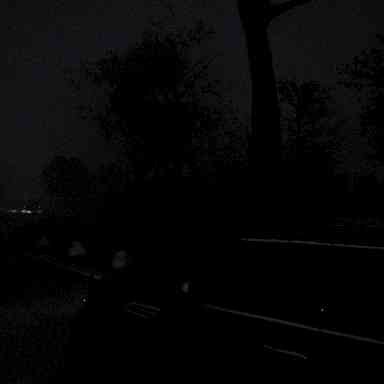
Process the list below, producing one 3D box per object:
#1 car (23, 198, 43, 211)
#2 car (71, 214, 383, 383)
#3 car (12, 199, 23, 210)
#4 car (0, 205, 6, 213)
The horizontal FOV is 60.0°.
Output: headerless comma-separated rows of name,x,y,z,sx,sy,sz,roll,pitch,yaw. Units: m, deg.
car,-26.724,2.117,56.717,2.150,2.045,5.566,0,-1,-18
car,1.289,1.225,2.906,5.566,2.045,2.150,0,0,37
car,-31.979,2.286,61.590,2.150,2.045,5.566,0,0,-26
car,-27.764,2.319,45.875,2.033,1.411,5.357,0,-1,-5
